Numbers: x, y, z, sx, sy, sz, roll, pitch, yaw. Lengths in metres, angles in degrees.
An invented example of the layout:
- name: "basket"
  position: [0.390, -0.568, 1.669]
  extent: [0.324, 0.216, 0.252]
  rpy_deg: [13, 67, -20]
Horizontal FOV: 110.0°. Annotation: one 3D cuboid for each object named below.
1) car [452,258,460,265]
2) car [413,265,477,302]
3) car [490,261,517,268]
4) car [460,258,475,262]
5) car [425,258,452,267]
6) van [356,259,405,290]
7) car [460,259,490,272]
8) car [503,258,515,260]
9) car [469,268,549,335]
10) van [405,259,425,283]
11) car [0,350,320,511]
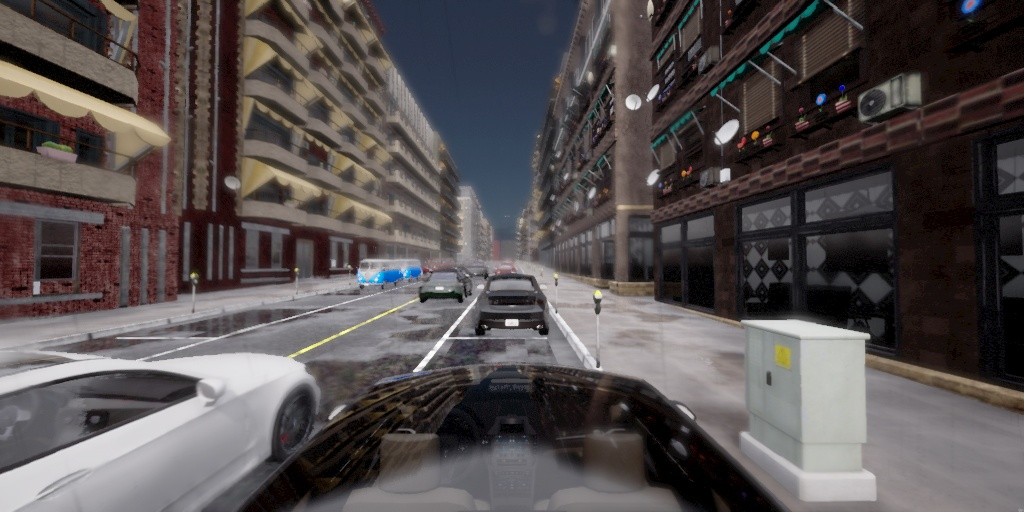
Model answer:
- name: "car"
  position: [-8.335, 1.128, 44.724]
  extent: [2.192, 1.841, 5.009]
  rpy_deg: [0, 0, 0]
- name: "car"
  position: [-3.018, 1.325, 17.025]
  extent: [1.994, 1.385, 4.181]
  rpy_deg: [0, 0, 0]
- name: "car"
  position: [-0.452, 1.322, 28.072]
  extent: [1.888, 1.381, 4.507]
  rpy_deg: [0, 0, 0]
- name: "car"
  position: [-5.775, 1.335, 48.205]
  extent: [1.837, 1.490, 4.892]
  rpy_deg: [0, -1, 0]
- name: "car"
  position: [-8.335, 1.115, 39.194]
  extent: [2.192, 1.841, 5.009]
  rpy_deg: [0, 0, 0]
- name: "van"
  position: [-8.335, 1.108, 22.603]
  extent: [1.690, 1.789, 3.998]
  rpy_deg: [0, 0, 0]
- name: "car"
  position: [-3.017, 1.277, 32.059]
  extent: [2.128, 1.511, 4.902]
  rpy_deg: [0, 0, 0]
- name: "car"
  position: [-0.445, 1.240, 39.134]
  extent: [1.967, 1.591, 4.097]
  rpy_deg: [0, 0, 0]
- name: "car"
  position: [0.000, 1.259, 10.503]
  extent: [1.837, 1.490, 4.892]
  rpy_deg: [0, 0, 0]
- name: "van"
  position: [-8.335, 1.118, 28.134]
  extent: [1.690, 1.789, 3.998]
  rpy_deg: [0, 0, 0]
- name: "car"
  position: [-3.021, 1.276, 2.003]
  extent: [1.812, 1.442, 4.674]
  rpy_deg: [0, 0, 0]
